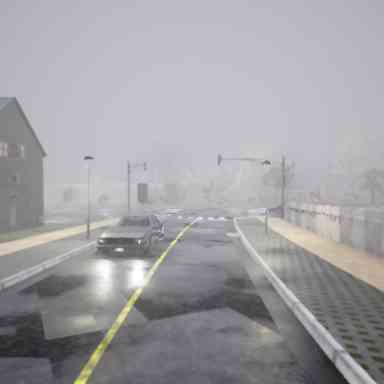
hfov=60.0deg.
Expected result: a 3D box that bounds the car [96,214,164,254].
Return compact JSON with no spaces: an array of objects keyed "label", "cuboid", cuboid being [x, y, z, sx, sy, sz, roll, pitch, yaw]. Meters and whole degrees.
[{"label":"car","cuboid":[-2.356,1.640,14.188,2.033,1.411,5.357,0,0,3]}]
